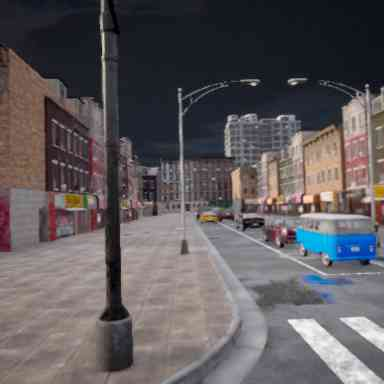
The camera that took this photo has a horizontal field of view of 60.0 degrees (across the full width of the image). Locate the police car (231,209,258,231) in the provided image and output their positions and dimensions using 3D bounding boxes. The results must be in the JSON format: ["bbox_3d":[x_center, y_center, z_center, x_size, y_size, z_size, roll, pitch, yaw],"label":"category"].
[{"bbox_3d":[5.089,2.520,29.462,1.930,1.638,5.238,-2,-2,-1],"label":"police car"}]

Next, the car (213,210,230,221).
[{"bbox_3d":[4.511,3.575,51.088,2.008,1.369,4.403,-2,-2,-1],"label":"car"}]

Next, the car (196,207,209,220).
[{"bbox_3d":[1.833,3.399,52.880,2.150,2.045,5.566,-2,-2,-1],"label":"car"}]

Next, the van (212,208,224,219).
[{"bbox_3d":[4.387,3.600,56.566,1.690,1.788,3.998,-2,-2,-1],"label":"van"}]

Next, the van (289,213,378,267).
[{"bbox_3d":[5.331,1.731,12.813,1.690,1.788,3.998,-2,-2,-1],"label":"van"}]

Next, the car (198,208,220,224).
[{"bbox_3d":[2.108,3.201,42.336,1.882,1.535,5.008,-2,-2,-1],"label":"car"}]

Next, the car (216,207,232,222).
[{"bbox_3d":[4.622,3.105,45.629,2.192,1.841,5.009,-2,-2,-1],"label":"car"}]

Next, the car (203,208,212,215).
[{"bbox_3d":[3.800,4.870,83.908,1.967,1.590,4.097,-2,-2,-1],"label":"car"}]

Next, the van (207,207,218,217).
[{"bbox_3d":[4.151,4.069,67.504,1.690,1.788,3.998,-2,-2,-1],"label":"van"}]

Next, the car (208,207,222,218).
[{"bbox_3d":[4.268,3.808,62.036,2.192,1.841,5.009,-2,-2,-1],"label":"car"}]

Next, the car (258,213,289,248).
[{"bbox_3d":[5.216,2.062,18.278,1.967,1.590,4.097,-2,-2,-1],"label":"car"}]

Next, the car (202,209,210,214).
[{"bbox_3d":[3.681,5.197,89.544,1.752,1.417,4.829,-2,-2,-1],"label":"car"}]

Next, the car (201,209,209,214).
[{"bbox_3d":[3.567,5.449,94.842,2.008,1.369,4.403,-2,-2,-1],"label":"car"}]
